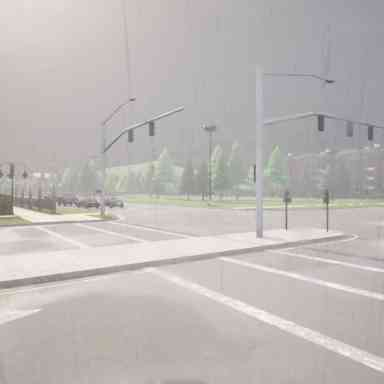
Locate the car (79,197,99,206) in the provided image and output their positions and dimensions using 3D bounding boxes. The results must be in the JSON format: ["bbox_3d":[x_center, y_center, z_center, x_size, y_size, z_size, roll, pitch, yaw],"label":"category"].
[{"bbox_3d":[-17.191,1.564,55.536,1.994,1.385,4.181,0,0,-36],"label":"car"}]

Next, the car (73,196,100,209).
[{"bbox_3d":[-14.235,1.601,45.497,1.895,1.301,4.718,0,0,-36],"label":"car"}]

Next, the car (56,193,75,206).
[{"bbox_3d":[-19.947,1.221,53.372,2.150,2.045,5.566,0,0,-36],"label":"car"}]

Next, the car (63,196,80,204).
[{"bbox_3d":[-23.000,1.564,63.630,1.994,1.385,4.181,0,0,-36],"label":"car"}]

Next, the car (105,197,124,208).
[{"bbox_3d":[-11.429,1.492,47.593,2.128,1.511,4.902,0,0,-36],"label":"car"}]

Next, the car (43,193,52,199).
[{"bbox_3d":[-26.083,1.221,61.918,2.150,2.045,5.566,0,0,-35],"label":"car"}]
